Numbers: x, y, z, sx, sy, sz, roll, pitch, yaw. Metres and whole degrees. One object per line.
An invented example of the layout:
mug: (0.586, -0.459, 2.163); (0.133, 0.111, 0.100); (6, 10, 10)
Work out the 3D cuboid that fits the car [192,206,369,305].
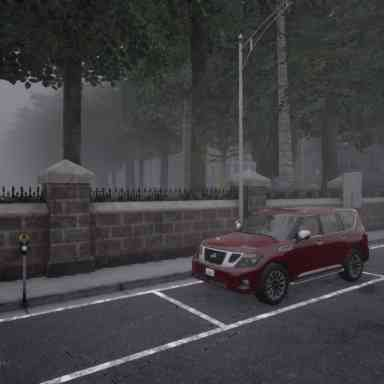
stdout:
car: (2.411, 1.314, 8.251); (5.009, 1.841, 2.192); (0, 0, -35)
